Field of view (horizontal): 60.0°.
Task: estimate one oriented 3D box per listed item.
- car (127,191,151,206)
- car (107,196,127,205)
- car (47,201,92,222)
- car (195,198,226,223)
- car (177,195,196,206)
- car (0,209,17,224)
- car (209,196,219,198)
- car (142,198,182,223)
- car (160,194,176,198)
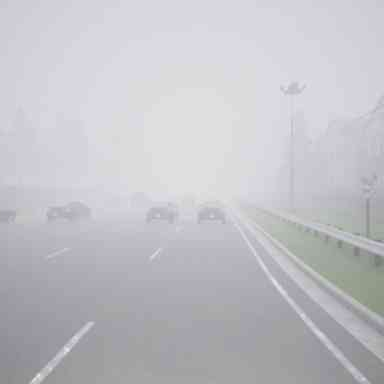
[{"bbox_3d":[-7.458,0.905,48.952,2.150,2.045,5.566,0,0,4],"label":"car"},{"bbox_3d":[-10.957,1.224,49.104,2.033,1.411,5.357,0,0,4],"label":"car"},{"bbox_3d":[-9.046,1.358,24.717,1.812,1.442,4.674,0,0,4],"label":"car"},{"bbox_3d":[1.417,1.378,23.837,1.812,1.442,4.674,0,0,4],"label":"car"},{"bbox_3d":[-0.453,1.186,48.758,2.128,1.511,4.902,0,0,4],"label":"car"},{"bbox_3d":[-12.864,1.455,20.279,1.895,1.301,4.718,0,0,4],"label":"car"},{"bbox_3d":[3.248,1.291,50.129,1.895,1.301,4.718,0,0,4],"label":"car"},{"bbox_3d":[-2.075,1.371,24.080,1.812,1.442,4.674,0,0,4],"label":"car"},{"bbox_3d":[-3.945,1.213,49.033,1.812,1.442,4.674,0,0,4],"label":"car"}]
